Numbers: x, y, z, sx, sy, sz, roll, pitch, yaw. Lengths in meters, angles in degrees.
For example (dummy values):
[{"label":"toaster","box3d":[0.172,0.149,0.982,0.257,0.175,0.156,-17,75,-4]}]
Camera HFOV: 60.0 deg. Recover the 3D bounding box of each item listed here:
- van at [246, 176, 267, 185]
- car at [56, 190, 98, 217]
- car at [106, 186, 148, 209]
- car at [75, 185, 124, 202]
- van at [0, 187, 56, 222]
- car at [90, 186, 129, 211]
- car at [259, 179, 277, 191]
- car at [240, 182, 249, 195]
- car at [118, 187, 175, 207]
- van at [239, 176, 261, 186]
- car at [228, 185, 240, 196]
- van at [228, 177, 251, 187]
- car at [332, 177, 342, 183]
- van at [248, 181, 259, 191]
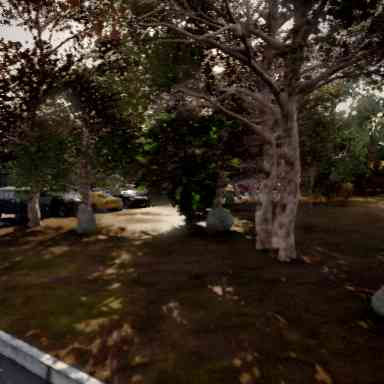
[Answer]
[{"label":"van","box3d":[14.933,-2.634,76.854,4.442,1.987,1.878,2,4,37]},{"label":"car","box3d":[-9.083,0.822,23.038,4.792,1.488,2.163,2,4,37]},{"label":"car","box3d":[-5.764,0.538,27.479,4.792,1.488,2.163,2,4,37]},{"label":"car","box3d":[-9.923,0.124,36.043,1.837,1.490,4.892,2,4,37]},{"label":"van","box3d":[-10.862,0.705,20.893,4.442,1.987,1.878,2,4,37]},{"label":"car","box3d":[-7.595,0.643,25.386,5.366,1.575,1.946,2,4,37]},{"label":"car","box3d":[9.125,-0.727,47.496,4.792,1.488,2.163,2,4,37]},{"label":"car","box3d":[4.168,-0.297,40.821,4.674,1.452,2.002,2,4,37]},{"label":"car","box3d":[-4.133,0.368,29.718,4.892,1.521,2.231,2,4,37]},{"label":"van","box3d":[13.071,-2.493,74.753,4.442,1.987,1.878,2,4,37]},{"label":"car","box3d":[2.506,-0.197,38.598,5.008,1.535,2.097,2,4,37]},{"label":"van","box3d":[9.903,-2.204,70.125,4.442,1.987,1.878,2,4,37]},{"label":"car","box3d":[30.700,-2.865,76.347,5.566,2.045,2.435,2,4,37]},{"label":"van","box3d":[5.920,-0.699,42.955,4.442,1.987,1.878,2,4,37]}]
